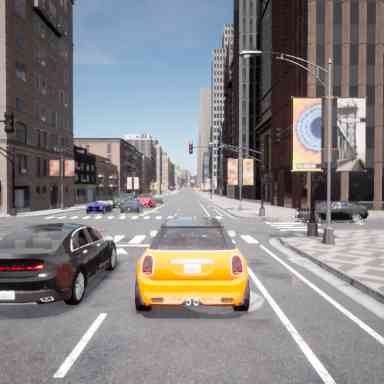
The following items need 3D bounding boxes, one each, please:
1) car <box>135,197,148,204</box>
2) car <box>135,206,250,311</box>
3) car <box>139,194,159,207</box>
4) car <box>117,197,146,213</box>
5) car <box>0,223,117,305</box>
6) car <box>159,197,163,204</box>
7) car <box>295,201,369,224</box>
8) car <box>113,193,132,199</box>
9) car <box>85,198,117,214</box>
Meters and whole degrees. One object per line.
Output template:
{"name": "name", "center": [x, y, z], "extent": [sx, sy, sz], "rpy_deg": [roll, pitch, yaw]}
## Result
{"name": "car", "center": [-9.782, 1.594, 64.430], "extent": [1.994, 1.385, 4.181], "rpy_deg": [0, 0, 0]}
{"name": "car", "center": [0.013, 1.351, 7.909], "extent": [2.097, 1.767, 4.553], "rpy_deg": [0, 0, 0]}
{"name": "car", "center": [-6.581, 1.244, 47.796], "extent": [2.150, 2.045, 5.566], "rpy_deg": [0, 0, 1]}
{"name": "car", "center": [-6.591, 1.580, 36.743], "extent": [1.994, 1.385, 4.181], "rpy_deg": [0, 0, 0]}
{"name": "car", "center": [-3.151, 1.504, 8.055], "extent": [1.837, 1.490, 4.892], "rpy_deg": [0, 0, 0]}
{"name": "car", "center": [-6.529, 1.594, 62.878], "extent": [1.994, 1.385, 4.181], "rpy_deg": [0, 0, 1]}
{"name": "car", "center": [9.795, 1.416, 23.452], "extent": [4.902, 1.511, 2.128], "rpy_deg": [0, 1, -2]}
{"name": "car", "center": [-9.829, 1.242, 47.524], "extent": [2.150, 2.045, 5.566], "rpy_deg": [0, 0, 0]}
{"name": "car", "center": [-9.840, 1.616, 35.585], "extent": [1.895, 1.301, 4.718], "rpy_deg": [0, 0, 0]}
